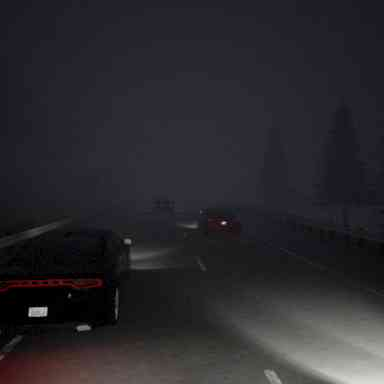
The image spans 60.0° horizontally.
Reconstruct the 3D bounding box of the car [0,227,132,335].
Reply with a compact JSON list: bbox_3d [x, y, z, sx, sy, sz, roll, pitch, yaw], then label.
[{"bbox_3d":[-2.362,1.475,6.974,1.882,1.535,5.008,0,0,-6],"label":"car"}]

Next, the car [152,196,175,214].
[{"bbox_3d":[-2.981,1.340,34.748,2.097,1.767,4.553,0,0,-2],"label":"car"}]

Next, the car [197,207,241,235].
[{"bbox_3d":[1.427,1.556,18.792,1.994,1.385,4.181,0,0,-5],"label":"car"}]

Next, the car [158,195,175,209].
[{"bbox_3d":[-3.375,1.334,44.853,2.097,1.767,4.553,0,0,-1],"label":"car"}]
